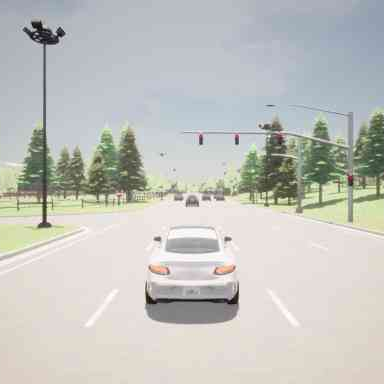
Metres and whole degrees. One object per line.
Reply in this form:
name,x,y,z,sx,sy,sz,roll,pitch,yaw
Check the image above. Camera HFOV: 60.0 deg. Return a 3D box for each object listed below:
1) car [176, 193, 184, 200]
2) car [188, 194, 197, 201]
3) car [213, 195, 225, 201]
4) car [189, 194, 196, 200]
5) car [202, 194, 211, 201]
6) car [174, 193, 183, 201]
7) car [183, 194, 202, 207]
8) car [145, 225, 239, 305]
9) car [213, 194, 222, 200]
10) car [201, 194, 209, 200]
car,-3.401,1.187,92.897,2.097,1.767,4.553,0,0,0
car,0.088,1.347,82.890,2.097,1.767,4.553,0,0,0
car,7.088,1.516,82.496,2.128,1.511,4.902,0,0,0
car,0.099,1.332,92.923,1.837,1.490,4.892,0,0,0
car,3.588,1.347,82.886,2.097,1.767,4.553,0,0,0
car,-3.412,1.543,82.890,1.994,1.385,4.181,0,0,0
car,0.055,1.352,51.860,2.097,1.767,4.553,0,0,0
car,0.015,1.526,7.987,1.812,1.442,4.674,0,0,0
car,7.099,1.384,92.916,1.994,1.385,4.181,0,0,0
car,3.599,1.372,92.919,2.033,1.411,5.357,0,0,0
